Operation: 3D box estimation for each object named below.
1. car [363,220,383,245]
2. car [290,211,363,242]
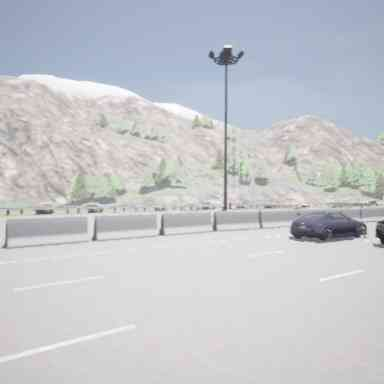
[{"bbox_3d":[10.273,1.621,14.939,4.902,1.511,2.128,0,0,-31],"label":"car"},{"bbox_3d":[7.050,1.685,17.110,4.181,1.385,1.994,0,0,-31],"label":"car"}]
